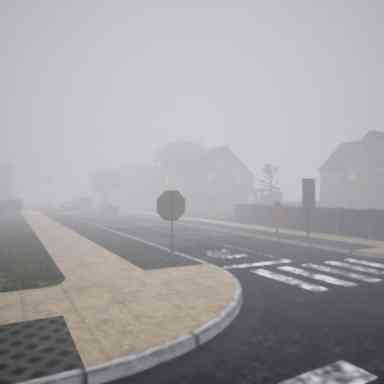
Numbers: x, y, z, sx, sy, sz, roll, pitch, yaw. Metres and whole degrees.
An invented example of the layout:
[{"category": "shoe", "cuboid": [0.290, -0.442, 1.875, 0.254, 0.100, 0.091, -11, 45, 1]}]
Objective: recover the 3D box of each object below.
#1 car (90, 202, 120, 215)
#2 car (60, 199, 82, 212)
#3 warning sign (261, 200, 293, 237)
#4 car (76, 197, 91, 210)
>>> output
[{"category": "car", "cuboid": [-9.984, 1.953, 38.867, 2.033, 1.411, 5.357, 1, -1, -29]}, {"category": "car", "cuboid": [-17.100, 2.000, 46.094, 2.033, 1.411, 5.357, 1, -1, -29]}, {"category": "warning sign", "cuboid": [4.528, 1.366, 17.715, 1.300, 1.860, 1.060, 1, -1, -29]}, {"category": "car", "cuboid": [-17.166, 1.781, 51.937, 2.150, 2.045, 5.566, 1, -1, -29]}]
